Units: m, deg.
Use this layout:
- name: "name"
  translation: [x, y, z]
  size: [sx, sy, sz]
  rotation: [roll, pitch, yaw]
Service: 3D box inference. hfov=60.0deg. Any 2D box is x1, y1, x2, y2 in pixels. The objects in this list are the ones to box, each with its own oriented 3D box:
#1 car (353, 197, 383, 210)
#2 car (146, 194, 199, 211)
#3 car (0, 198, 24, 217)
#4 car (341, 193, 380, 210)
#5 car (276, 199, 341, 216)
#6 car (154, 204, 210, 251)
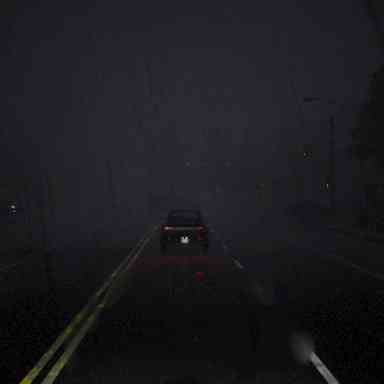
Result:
- name: "car"
  translation: [21.916, 1.571, 38.845]
  size: [4.718, 1.301, 1.895]
  rotation: [0, 0, -2]
- name: "car"
  translation: [-1.918, 1.216, 34.391]
  size: [5.566, 2.045, 2.150]
  rotation: [0, 0, -2]
- name: "car"
  translation: [-17.895, 1.316, 30.374]
  size: [4.553, 1.767, 2.097]
  rotation: [0, 0, -2]
- name: "car"
  translation: [21.131, 1.194, 42.320]
  size: [5.566, 2.045, 2.150]
  rotation: [0, 0, -2]
- name: "car"
  translation: [10.687, 1.518, 31.294]
  size: [5.357, 1.411, 2.033]
  rotation: [0, 0, -2]
- name: "car"
  translation: [-0.319, 1.501, 14.087]
  size: [2.128, 1.511, 4.902]
  rotation: [0, 0, -2]
